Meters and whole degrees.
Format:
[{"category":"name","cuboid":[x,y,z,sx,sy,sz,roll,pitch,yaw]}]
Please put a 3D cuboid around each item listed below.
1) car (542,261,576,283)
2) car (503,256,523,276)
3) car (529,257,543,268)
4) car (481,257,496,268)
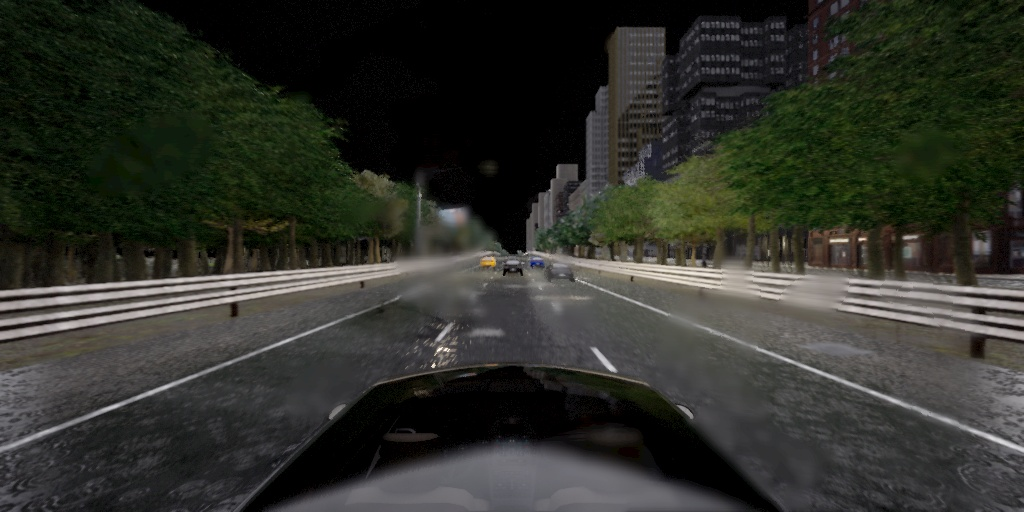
[{"category":"car","cuboid":[3.597,1.202,27.241,1.812,1.442,4.674,0,0,0]},{"category":"car","cuboid":[0.097,1.096,35.873,1.882,1.535,5.008,0,1,0]},{"category":"car","cuboid":[3.595,0.897,52.763,1.882,1.535,5.008,0,1,0]},{"category":"car","cuboid":[-3.409,0.897,52.753,1.882,1.535,5.008,0,1,0]}]
